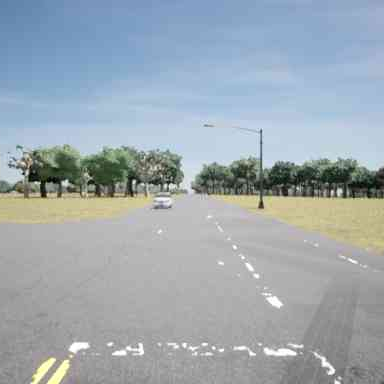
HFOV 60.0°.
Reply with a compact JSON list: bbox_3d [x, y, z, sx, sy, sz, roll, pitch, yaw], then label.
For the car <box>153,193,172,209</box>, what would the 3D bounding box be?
[{"bbox_3d":[-3.698,1.116,42.749,2.150,2.045,5.566,0,0,0],"label":"car"}]
